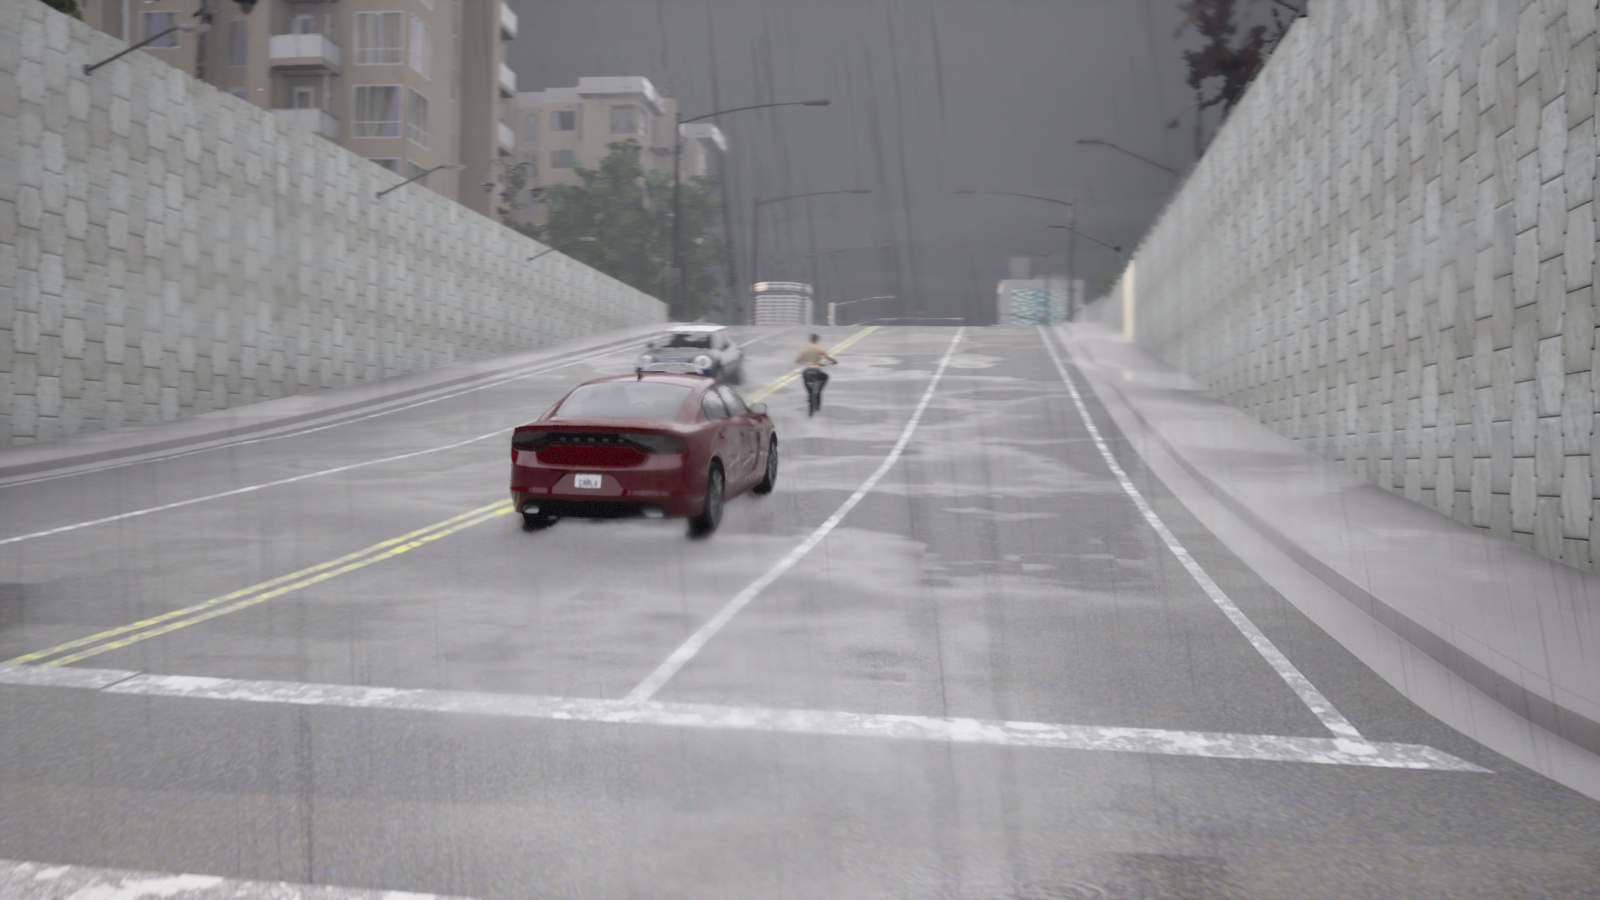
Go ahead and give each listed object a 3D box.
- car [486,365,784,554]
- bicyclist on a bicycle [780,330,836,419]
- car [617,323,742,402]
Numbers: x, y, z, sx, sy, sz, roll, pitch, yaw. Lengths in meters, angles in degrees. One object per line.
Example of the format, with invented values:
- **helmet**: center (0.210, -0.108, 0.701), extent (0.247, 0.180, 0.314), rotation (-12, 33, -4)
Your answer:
- **car**: center (-1.527, -0.085, 13.777), extent (1.882, 1.535, 5.008), rotation (0, 6, 9)
- **bicyclist on a bicycle**: center (0.183, -1.518, 24.942), extent (0.866, 1.612, 1.509), rotation (0, 9, 9)
- **car**: center (-2.715, -2.088, 29.196), extent (1.970, 1.475, 3.806), rotation (0, 9, 9)
